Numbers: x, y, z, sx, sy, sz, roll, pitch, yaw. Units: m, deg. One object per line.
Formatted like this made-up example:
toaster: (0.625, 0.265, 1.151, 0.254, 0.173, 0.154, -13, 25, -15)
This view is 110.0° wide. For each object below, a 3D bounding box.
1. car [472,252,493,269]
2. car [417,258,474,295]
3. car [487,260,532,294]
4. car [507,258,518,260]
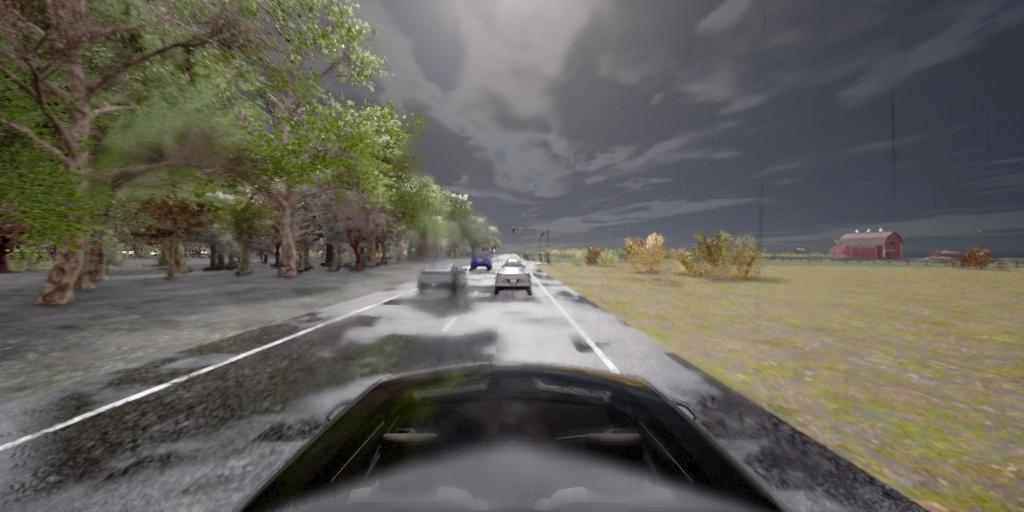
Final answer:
car: (-3.392, 0.561, 40.570, 2.150, 2.045, 5.566, 0, 0, 0)
car: (-3.438, 1.070, 18.310, 2.128, 1.511, 4.902, 0, 1, 0)
car: (0.062, 1.124, 18.530, 2.033, 1.411, 5.357, 0, 1, 0)
car: (0.104, 0.901, 40.936, 1.994, 1.385, 4.181, 0, 1, 0)
